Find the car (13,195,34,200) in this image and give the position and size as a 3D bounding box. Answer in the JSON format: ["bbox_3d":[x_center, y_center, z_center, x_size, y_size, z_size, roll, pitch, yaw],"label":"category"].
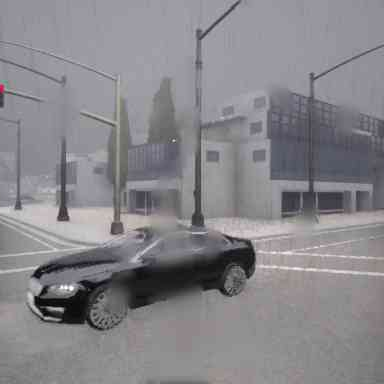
[{"bbox_3d":[-42.367,1.412,83.686,4.902,1.511,2.128,0,0,8],"label":"car"}]

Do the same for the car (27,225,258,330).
[{"bbox_3d":[-0.722,1.493,6.994,4.902,1.511,2.128,0,0,-38],"label":"car"}]
